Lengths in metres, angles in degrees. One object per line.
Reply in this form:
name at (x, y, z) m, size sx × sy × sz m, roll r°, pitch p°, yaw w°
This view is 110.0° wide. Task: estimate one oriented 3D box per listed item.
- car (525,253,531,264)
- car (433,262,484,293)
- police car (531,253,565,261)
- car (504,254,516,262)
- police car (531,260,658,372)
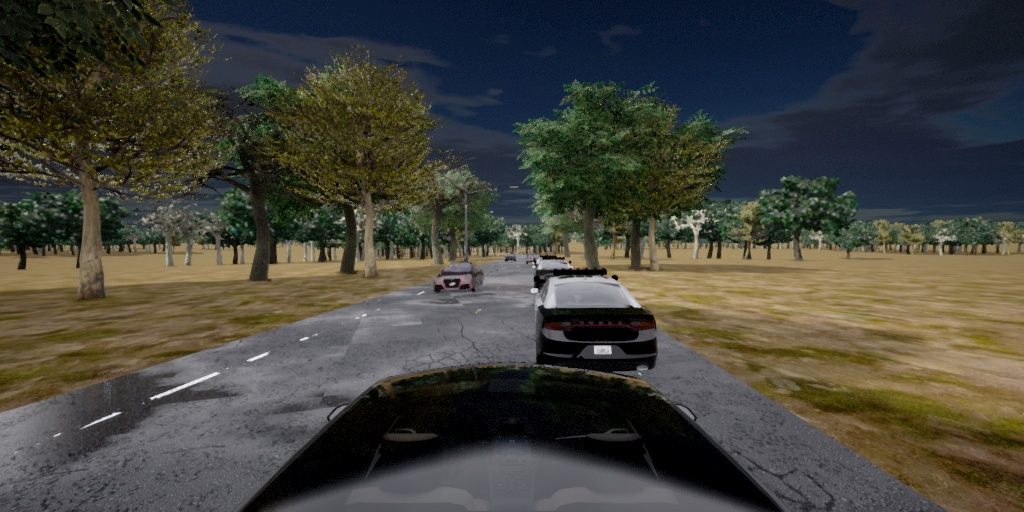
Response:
car at (2.894, 0.431, 50.510) m, size 2.033 × 1.411 × 5.357 m, roll 0°, pitch 1°, yaw 3°
car at (-2.623, 1.017, 18.364) m, size 1.994 × 1.385 × 4.181 m, roll -2°, pitch 2°, yaw 4°
police car at (2.019, 0.851, 17.644) m, size 1.930 × 1.638 × 5.238 m, roll 1°, pitch 1°, yaw 3°
car at (-0.236, 0.300, 59.756) m, size 2.033 × 1.411 × 5.357 m, roll 0°, pitch 1°, yaw 3°
police car at (1.429, 1.070, 7.653) m, size 1.930 × 1.638 × 5.238 m, roll -1°, pitch 1°, yaw 3°
